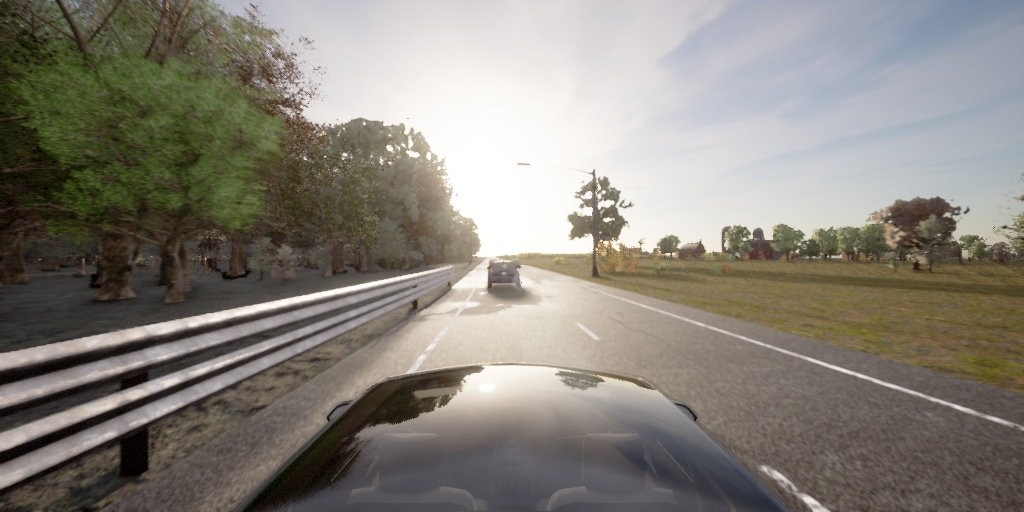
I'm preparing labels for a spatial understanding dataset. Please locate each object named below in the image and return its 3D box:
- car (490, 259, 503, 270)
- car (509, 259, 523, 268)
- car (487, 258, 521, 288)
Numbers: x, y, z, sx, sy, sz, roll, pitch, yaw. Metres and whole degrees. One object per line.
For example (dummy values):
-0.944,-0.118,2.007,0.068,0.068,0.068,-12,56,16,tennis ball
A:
-2.326,1.257,53.500,1.837,1.490,4.892,0,-1,-3,car
0.592,1.285,61.563,2.033,1.411,5.357,0,0,-3,car
-0.597,1.106,24.372,2.097,1.767,4.553,0,0,-3,car
